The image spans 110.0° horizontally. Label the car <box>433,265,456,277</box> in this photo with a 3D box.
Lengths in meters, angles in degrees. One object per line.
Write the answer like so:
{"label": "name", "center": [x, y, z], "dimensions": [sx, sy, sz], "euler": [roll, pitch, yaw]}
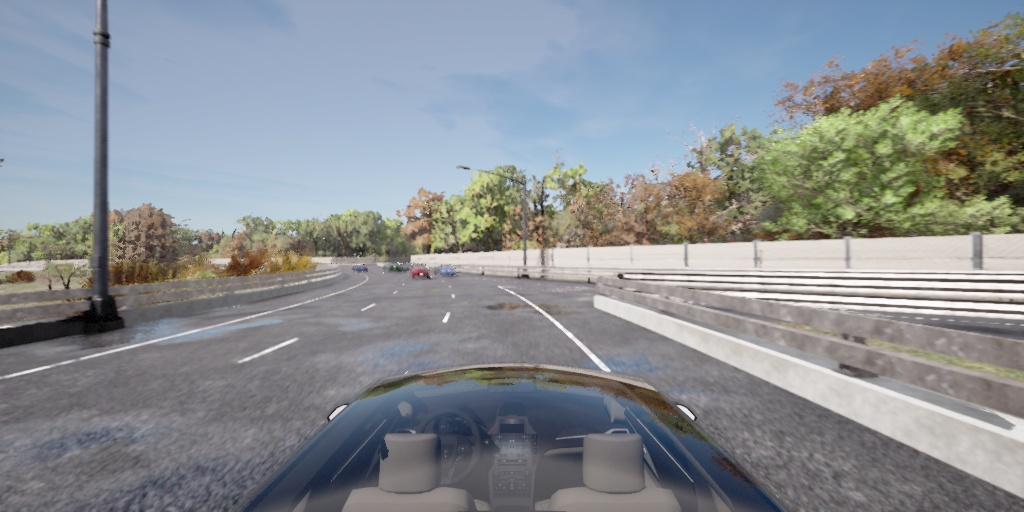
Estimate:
{"label": "car", "center": [-8.494, 1.801, 44.765], "dimensions": [2.033, 1.411, 5.357], "euler": [0, -1, -24]}

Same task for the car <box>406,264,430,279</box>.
{"label": "car", "center": [-10.264, 1.738, 39.462], "dimensions": [1.812, 1.442, 4.674], "euler": [0, -1, -21]}

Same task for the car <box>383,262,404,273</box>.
{"label": "car", "center": [-19.998, 1.842, 59.458], "dimensions": [2.097, 1.767, 4.553], "euler": [0, -1, -31]}
